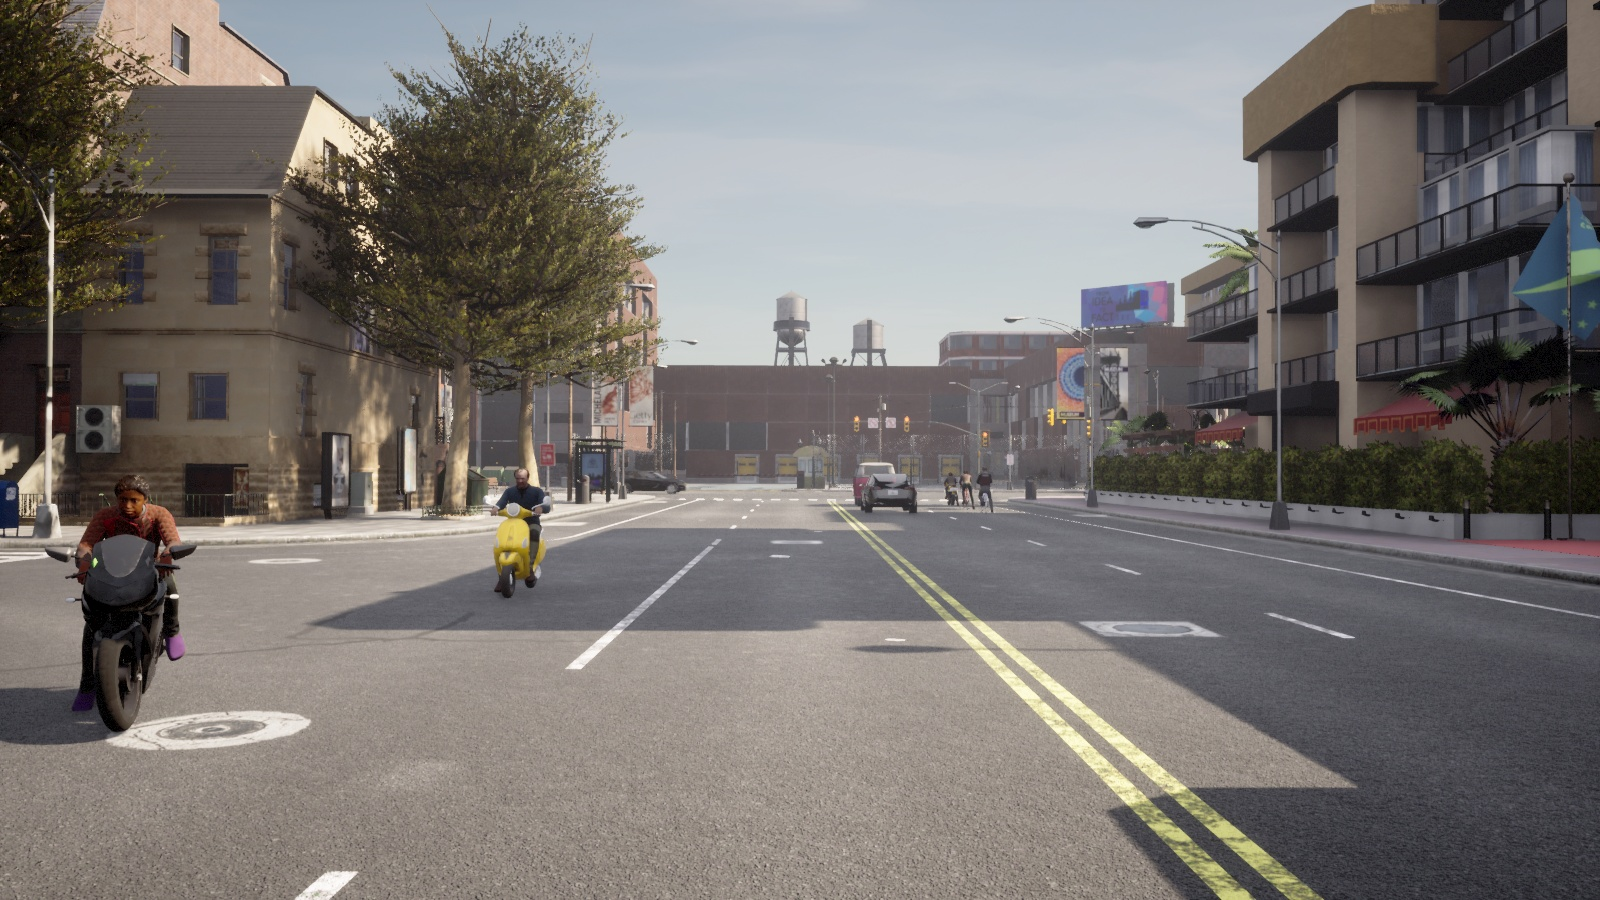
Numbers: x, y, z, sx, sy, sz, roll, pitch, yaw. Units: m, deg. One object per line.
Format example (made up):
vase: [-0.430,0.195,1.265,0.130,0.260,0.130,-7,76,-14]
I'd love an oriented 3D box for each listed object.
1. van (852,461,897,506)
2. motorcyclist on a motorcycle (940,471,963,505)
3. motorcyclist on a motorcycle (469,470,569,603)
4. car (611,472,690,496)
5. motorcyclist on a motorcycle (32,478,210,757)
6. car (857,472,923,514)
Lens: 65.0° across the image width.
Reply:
van: [3.369,1.512,57.213,1.775,1.987,4.442,0,-1,0]
motorcyclist on a motorcycle: [6.873,1.725,57.068,0.797,1.523,2.044,0,-1,0]
motorcyclist on a motorcycle: [-3.536,1.050,15.958,0.866,1.590,1.817,0,-1,0]
car: [-9.915,2.229,83.390,5.008,1.535,1.882,0,-1,0]
motorcyclist on a motorcycle: [-4.264,0.948,8.029,0.797,1.523,2.044,0,-1,-23]
car: [3.391,1.608,48.182,2.163,1.488,4.792,0,-1,0]
